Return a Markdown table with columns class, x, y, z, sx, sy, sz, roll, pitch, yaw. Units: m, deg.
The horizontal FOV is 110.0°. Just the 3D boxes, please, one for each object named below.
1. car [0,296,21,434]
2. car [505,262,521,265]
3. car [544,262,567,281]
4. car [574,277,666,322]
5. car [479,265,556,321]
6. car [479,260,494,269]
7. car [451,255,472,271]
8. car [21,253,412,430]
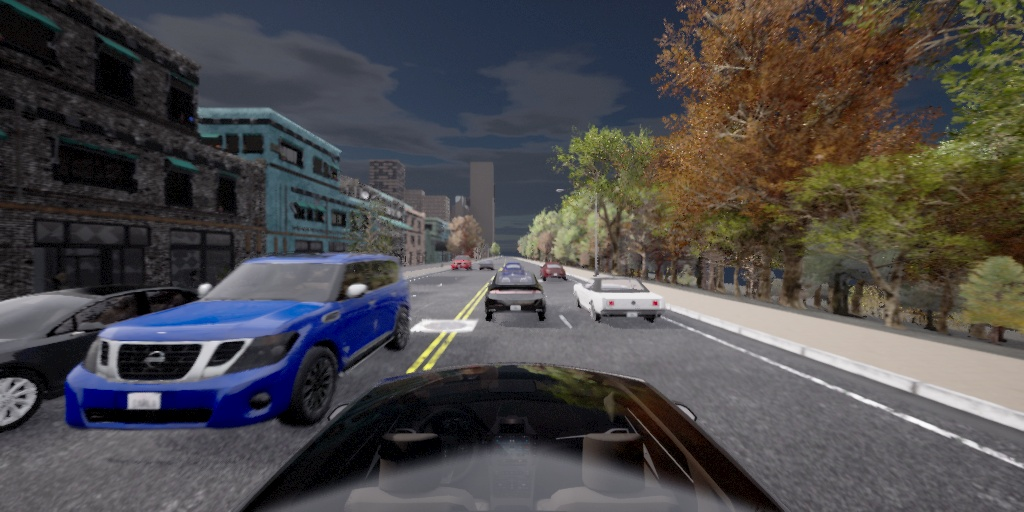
| class | x | y | z | sx | sy | sz | roll | pitch | yaw |
| --- | --- | --- | --- | --- | --- | --- | --- | --- | --- |
| car | -6.600 | 1.252 | 5.502 | 1.837 | 1.490 | 4.892 | 0 | 0 | 0 |
| car | 0.106 | 1.256 | 29.914 | 1.812 | 1.442 | 4.674 | 0 | 0 | 0 |
| car | 3.354 | 1.256 | 29.904 | 1.812 | 1.442 | 4.674 | 0 | 0 | 0 |
| car | 3.352 | 1.343 | 12.202 | 1.895 | 1.301 | 4.718 | 0 | 0 | 0 |
| car | 0.103 | 1.234 | 12.440 | 2.128 | 1.511 | 4.902 | 0 | 0 | 0 |
| car | -3.327 | 1.264 | 47.803 | 2.033 | 1.411 | 5.357 | 0 | 0 | 0 |
| car | -6.578 | 0.938 | 47.487 | 2.150 | 2.045 | 5.566 | 0 | 0 | 0 |
| car | -3.351 | 0.969 | 6.029 | 2.150 | 2.045 | 5.566 | 0 | 0 | 0 |
